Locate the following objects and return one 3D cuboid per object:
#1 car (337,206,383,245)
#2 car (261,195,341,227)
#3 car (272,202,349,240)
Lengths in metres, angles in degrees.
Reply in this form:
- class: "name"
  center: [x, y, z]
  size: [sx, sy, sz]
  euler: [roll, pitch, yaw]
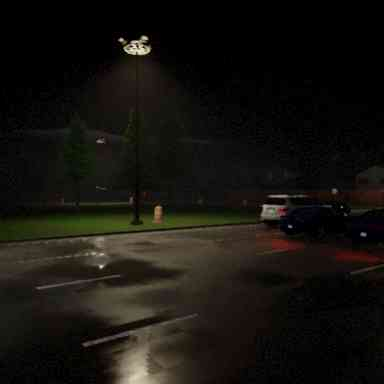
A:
- class: "car"
  center: [8.574, 1.471, 14.161]
  size: [5.008, 1.535, 1.882]
  euler: [0, 0, -35]
- class: "car"
  center: [6.955, 1.215, 21.662]
  size: [5.566, 2.045, 2.150]
  euler: [0, 0, -35]
- class: "car"
  center: [6.628, 1.471, 17.071]
  size: [5.008, 1.535, 1.882]
  euler: [0, 0, -35]
